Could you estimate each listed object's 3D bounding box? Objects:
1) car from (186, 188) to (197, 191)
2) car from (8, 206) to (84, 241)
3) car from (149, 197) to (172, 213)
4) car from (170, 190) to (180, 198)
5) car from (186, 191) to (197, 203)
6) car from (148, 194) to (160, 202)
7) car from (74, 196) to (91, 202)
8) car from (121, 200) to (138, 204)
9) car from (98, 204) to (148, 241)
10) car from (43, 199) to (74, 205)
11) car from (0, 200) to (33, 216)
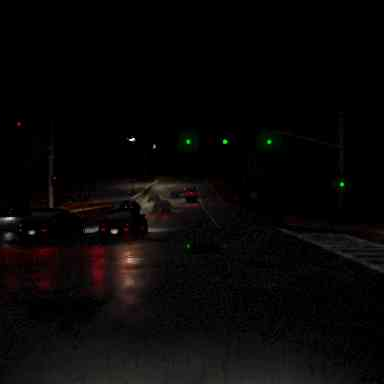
[{"bbox_3d":[-0.180,0.059,70.763,2.150,2.045,5.566,0,7,0],"label":"car"},{"bbox_3d":[-6.904,1.562,16.640,1.812,1.442,4.674,0,0,0],"label":"car"},{"bbox_3d":[-3.413,1.608,38.189,1.812,1.442,4.674,0,0,0],"label":"car"},{"bbox_3d":[-3.680,0.360,70.747,1.812,1.442,4.674,0,7,0],"label":"car"},{"bbox_3d":[-0.120,1.129,60.395,1.882,1.535,5.008,0,3,0],"label":"car"},{"bbox_3d":[-7.111,1.054,62.334,1.812,1.442,4.674,0,4,0],"label":"car"},{"bbox_3d":[-17.578,1.451,53.020,1.882,1.535,5.008,0,2,0],"label":"car"},{"bbox_3d":[-6.911,1.628,37.072,2.033,1.411,5.357,0,0,0],"label":"car"},{"bbox_3d":[-3.403,1.562,16.907,1.812,1.442,4.674,0,0,0],"label":"car"},{"bbox_3d":[-17.522,1.640,42.936,2.033,1.411,5.357,0,0,0],"label":"car"},{"bbox_3d":[-17.570,1.576,33.034,1.837,1.490,4.892,0,0,0],"label":"car"}]
